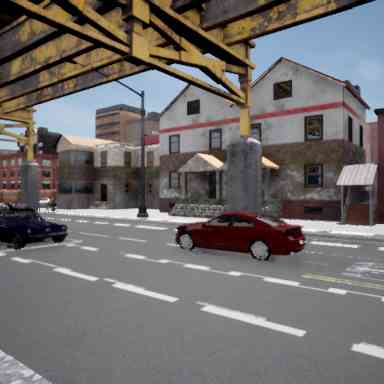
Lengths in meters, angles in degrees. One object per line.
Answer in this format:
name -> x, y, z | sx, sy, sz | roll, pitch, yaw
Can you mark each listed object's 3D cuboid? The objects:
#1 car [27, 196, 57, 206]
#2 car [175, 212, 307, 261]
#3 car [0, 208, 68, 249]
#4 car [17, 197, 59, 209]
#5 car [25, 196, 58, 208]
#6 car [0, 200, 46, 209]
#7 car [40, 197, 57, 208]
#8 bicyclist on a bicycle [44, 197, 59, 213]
car -> -21.762, 1.291, 48.372 | 1.853, 1.218, 4.536 | 0, 0, 8
car -> 1.619, 1.476, 12.329 | 5.008, 1.535, 1.882 | 0, 0, 38
car -> -7.517, 1.599, 14.701 | 4.718, 1.301, 1.895 | 0, 0, 38
car -> -20.605, 1.449, 44.776 | 4.974, 1.542, 2.038 | 0, 0, -22
car -> -21.769, 1.448, 48.321 | 2.038, 1.542, 4.974 | 0, 0, 8
car -> -12.783, 1.489, 23.430 | 4.902, 1.511, 2.128 | 0, 0, 38
car -> -20.557, 1.291, 44.796 | 4.536, 1.218, 1.853 | 0, 0, -22
bicyclist on a bicycle -> -14.254, 1.300, 33.761 | 0.582, 1.620, 1.656 | 0, 0, 38
